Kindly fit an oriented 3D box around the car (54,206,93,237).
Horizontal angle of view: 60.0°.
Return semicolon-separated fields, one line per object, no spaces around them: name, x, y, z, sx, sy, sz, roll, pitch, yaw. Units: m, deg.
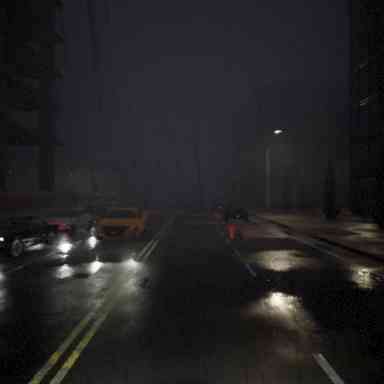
car;-7.028;1.635;18.803;1.812;1.442;4.674;0;0;0

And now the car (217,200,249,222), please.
car;3.515;1.648;27.783;2.128;1.511;4.902;0;0;0

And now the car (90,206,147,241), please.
car;-3.538;1.578;17.536;1.882;1.535;5.008;0;-1;0

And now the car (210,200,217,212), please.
car;3.495;1.756;43.582;1.812;1.442;4.674;0;0;0

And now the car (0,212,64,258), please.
car;-7.114;1.679;13.336;1.895;1.301;4.718;0;0;0
